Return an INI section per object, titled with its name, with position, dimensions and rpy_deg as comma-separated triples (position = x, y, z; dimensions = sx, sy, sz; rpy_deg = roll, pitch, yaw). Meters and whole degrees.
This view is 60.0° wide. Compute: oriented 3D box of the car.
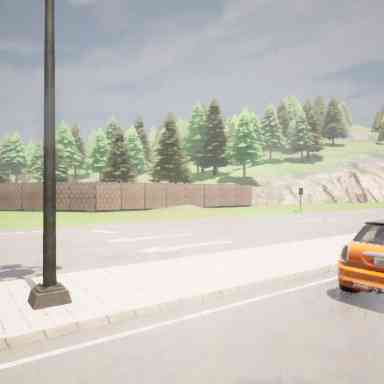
[car]
position = 5.354, 1.351, 7.563
dimensions = 4.553, 1.767, 2.097
rpy_deg = 0, 0, -35
